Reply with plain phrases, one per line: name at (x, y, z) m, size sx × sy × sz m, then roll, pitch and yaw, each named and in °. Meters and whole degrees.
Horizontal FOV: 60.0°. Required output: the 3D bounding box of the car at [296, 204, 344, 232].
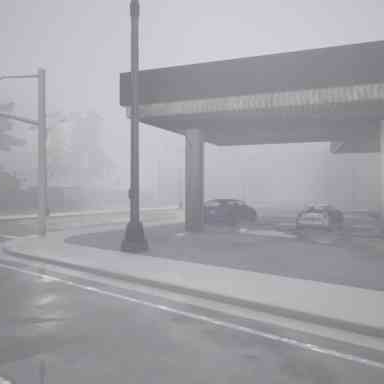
car at (7.698, 1.455, 19.805) m, size 1.970 × 1.475 × 3.806 m, roll 0°, pitch 0°, yaw 37°

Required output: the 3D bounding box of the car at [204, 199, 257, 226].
car at (2.624, 1.293, 22.607) m, size 2.242 × 1.667 × 4.611 m, roll 0°, pitch 0°, yaw 37°
